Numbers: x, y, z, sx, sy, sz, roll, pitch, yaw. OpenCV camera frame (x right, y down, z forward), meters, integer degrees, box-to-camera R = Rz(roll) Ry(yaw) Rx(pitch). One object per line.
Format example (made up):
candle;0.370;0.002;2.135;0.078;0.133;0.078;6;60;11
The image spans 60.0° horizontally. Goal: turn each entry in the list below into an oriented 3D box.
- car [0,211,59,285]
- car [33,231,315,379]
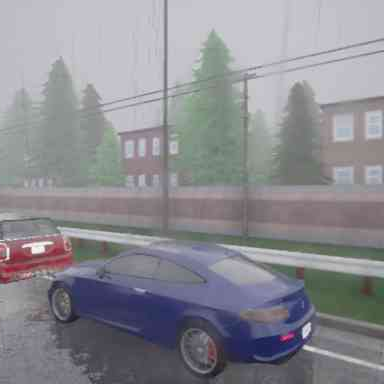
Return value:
car;-5.290;1.354;8.977;4.553;1.767;2.097;0;0;36
car;-0.447;1.535;5.486;4.674;1.442;1.812;0;0;36
